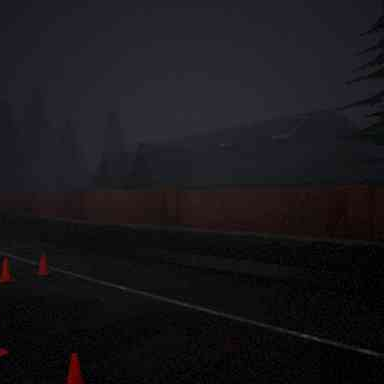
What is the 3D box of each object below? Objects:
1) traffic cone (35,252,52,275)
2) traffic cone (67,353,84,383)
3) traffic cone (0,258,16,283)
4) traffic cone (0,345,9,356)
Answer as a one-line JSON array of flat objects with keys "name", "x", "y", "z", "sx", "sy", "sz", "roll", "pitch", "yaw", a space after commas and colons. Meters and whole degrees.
[{"name": "traffic cone", "x": -4.221, "y": 2.017, "z": 9.464, "sx": 0.340, "sy": 0.580, "sz": 0.340, "roll": 0, "pitch": 0, "yaw": 37}, {"name": "traffic cone", "x": -1.220, "y": 1.978, "z": 3.465, "sx": 0.340, "sy": 0.580, "sz": 0.340, "roll": 0, "pitch": 0, "yaw": 37}, {"name": "traffic cone", "x": -4.821, "y": 2.013, "z": 8.664, "sx": 0.340, "sy": 0.580, "sz": 0.340, "roll": 0, "pitch": 0, "yaw": 37}, {"name": "traffic cone", "x": -2.821, "y": 1.987, "z": 4.664, "sx": 0.340, "sy": 0.580, "sz": 0.340, "roll": 0, "pitch": 0, "yaw": 37}]
